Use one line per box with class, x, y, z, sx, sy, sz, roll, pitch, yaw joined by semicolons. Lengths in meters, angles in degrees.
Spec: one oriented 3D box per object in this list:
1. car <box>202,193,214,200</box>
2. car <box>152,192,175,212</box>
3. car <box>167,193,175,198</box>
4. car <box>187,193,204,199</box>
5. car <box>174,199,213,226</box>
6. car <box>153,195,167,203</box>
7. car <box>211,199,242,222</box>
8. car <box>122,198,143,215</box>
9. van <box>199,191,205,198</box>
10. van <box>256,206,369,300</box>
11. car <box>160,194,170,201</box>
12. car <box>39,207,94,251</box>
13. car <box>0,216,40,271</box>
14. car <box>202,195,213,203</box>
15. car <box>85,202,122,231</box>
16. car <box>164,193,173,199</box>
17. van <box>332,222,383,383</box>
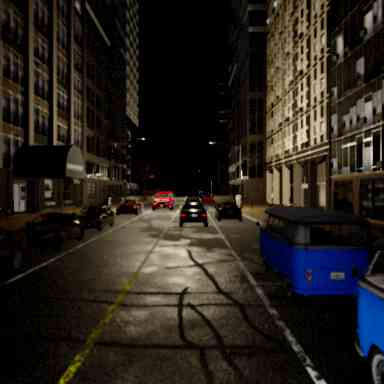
car;2.686;1.247;53.575;1.887;1.381;4.507;0;0;0
car;-3.099;1.019;36.739;2.150;2.045;5.566;0;1;0
car;-5.775;0.953;93.473;1.947;1.339;4.313;0;1;0
car;0.099;1.254;40.665;1.882;1.535;5.008;0;0;0
car;0.099;1.429;22.283;2.033;1.411;5.357;0;0;0
car;-5.695;1.221;59.273;2.008;1.369;4.403;0;0;0
car;2.688;1.432;25.086;1.947;1.339;4.313;0;0;0
car;-5.693;1.273;30.783;1.967;1.590;4.097;0;0;0
van;2.769;0.728;93.473;1.690;1.788;3.998;0;1;0
van;2.689;1.300;7.989;1.690;1.788;3.998;0;0;0
car;-5.695;1.141;70.673;1.887;1.381;4.507;0;0;0
car;-5.692;1.511;13.690;1.802;1.307;4.206;0;0;0
car;-5.692;1.504;7.991;1.887;1.381;4.507;0;0;0
car;2.686;1.252;59.273;1.802;1.307;4.206;0;0;0
car;-5.692;1.449;19.387;2.008;1.369;4.403;0;0;0
car;-5.694;1.067;82.077;1.947;1.339;4.313;0;0;0
van;2.689;1.329;2.290;1.690;1.788;3.998;0;0;0
